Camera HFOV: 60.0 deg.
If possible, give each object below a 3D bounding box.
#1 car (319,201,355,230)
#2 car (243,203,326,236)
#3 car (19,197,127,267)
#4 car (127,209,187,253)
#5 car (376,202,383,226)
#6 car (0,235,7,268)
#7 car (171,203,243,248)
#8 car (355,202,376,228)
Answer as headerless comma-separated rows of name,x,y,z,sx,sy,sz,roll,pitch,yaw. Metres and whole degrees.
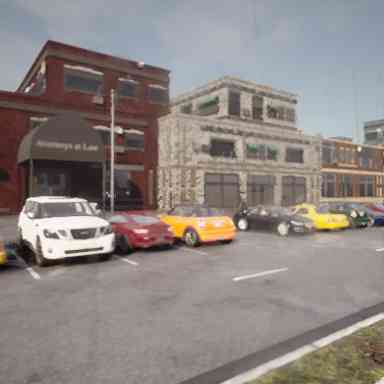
car,6.600,1.475,20.206,1.946,1.575,5.366,0,0,-35
car,4.438,1.470,18.449,2.231,1.521,4.892,0,0,-35
car,-4.697,1.204,11.911,2.435,2.045,5.566,0,0,-35
car,-2.450,1.490,13.541,2.002,1.452,4.674,0,0,-35
car,11.152,1.528,23.180,2.163,1.488,4.792,0,0,-35
car,-7.085,1.465,10.476,1.946,1.575,5.366,0,0,-35
car,-0.169,1.327,15.127,2.185,1.767,4.553,0,0,-35
car,8.893,1.362,21.575,2.185,1.767,4.553,0,0,-36
